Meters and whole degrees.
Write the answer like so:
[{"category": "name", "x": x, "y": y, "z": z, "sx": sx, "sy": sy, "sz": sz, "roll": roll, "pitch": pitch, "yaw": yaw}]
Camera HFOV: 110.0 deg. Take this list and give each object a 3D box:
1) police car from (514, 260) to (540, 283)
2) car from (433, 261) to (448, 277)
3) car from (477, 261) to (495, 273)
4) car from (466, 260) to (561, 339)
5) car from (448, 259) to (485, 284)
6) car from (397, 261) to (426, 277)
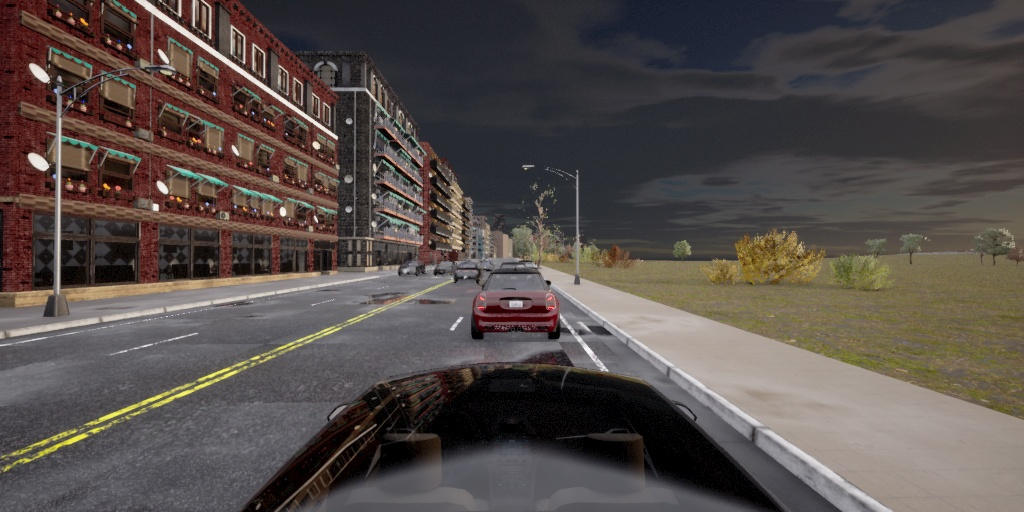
[{"category": "police car", "x": 1.104, "y": 1.179, "z": 29.464, "sx": 1.930, "sy": 1.638, "sz": 5.238, "roll": 0, "pitch": 0, "yaw": 0}, {"category": "car", "x": -6.642, "y": 1.258, "z": 36.223, "sx": 1.837, "sy": 1.490, "sz": 4.892, "roll": 0, "pitch": 0, "yaw": 0}, {"category": "car", "x": -3.202, "y": 1.317, "z": 44.758, "sx": 1.994, "sy": 1.385, "sz": 4.181, "roll": 0, "pitch": 0, "yaw": 0}, {"category": "car", "x": 0.082, "y": 1.104, "z": 10.196, "sx": 2.097, "sy": 1.767, "sz": 4.553, "roll": 0, "pitch": 0, "yaw": 0}, {"category": "car", "x": -3.181, "y": 1.246, "z": 27.038, "sx": 2.128, "sy": 1.511, "sz": 4.902, "roll": 0, "pitch": 0, "yaw": 0}, {"category": "car", "x": -9.892, "y": 1.245, "z": 35.675, "sx": 2.128, "sy": 1.511, "sz": 4.902, "roll": 0, "pitch": 0, "yaw": 0}]
